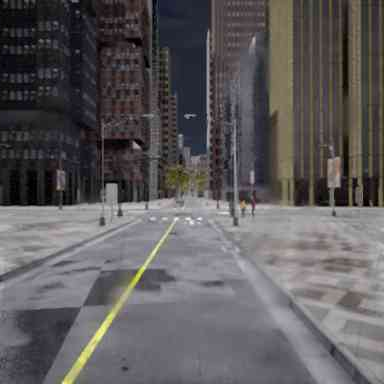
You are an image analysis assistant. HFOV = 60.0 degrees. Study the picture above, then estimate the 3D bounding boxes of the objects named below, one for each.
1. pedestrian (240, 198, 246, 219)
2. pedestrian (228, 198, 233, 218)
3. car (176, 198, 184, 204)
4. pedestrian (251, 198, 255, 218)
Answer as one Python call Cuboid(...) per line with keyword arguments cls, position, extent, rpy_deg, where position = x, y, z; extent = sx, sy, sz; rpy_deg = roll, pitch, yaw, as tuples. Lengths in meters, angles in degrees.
Cuboid(cls="pedestrian", position=(4.631, 1.468, 30.216), extent=(0.375, 1.860, 0.375), rpy_deg=(0, 0, 0))
Cuboid(cls="pedestrian", position=(3.631, 1.476, 31.416), extent=(0.375, 1.860, 0.375), rpy_deg=(0, 0, 0))
Cuboid(cls="car", position=(-3.104, 2.256, 85.330), extent=(2.097, 1.767, 4.553), rpy_deg=(0, -1, 0))
Cuboid(cls="pedestrian", position=(5.631, 1.485, 30.816), extent=(0.375, 1.860, 0.375), rpy_deg=(0, 0, 0))
